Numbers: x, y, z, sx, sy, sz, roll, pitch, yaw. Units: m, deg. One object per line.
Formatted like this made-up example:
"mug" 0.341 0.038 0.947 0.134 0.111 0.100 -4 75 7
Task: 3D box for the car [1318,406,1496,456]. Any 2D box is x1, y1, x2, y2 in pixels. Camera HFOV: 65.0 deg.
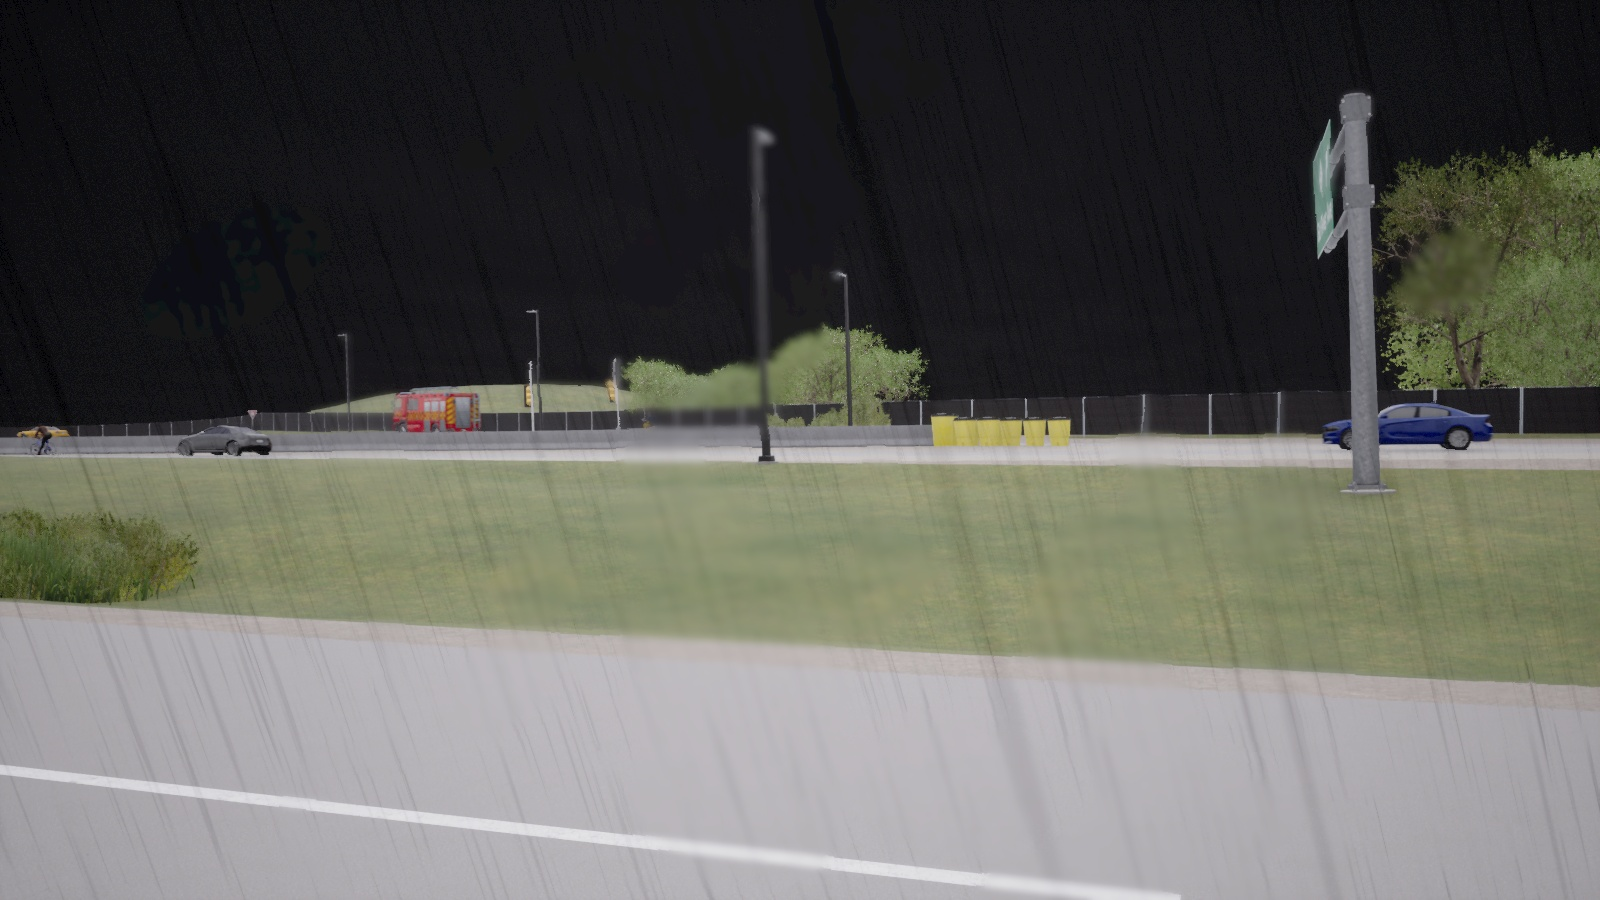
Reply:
"car" 19.539 -0.610 40.691 5.008 1.535 1.882 0 1 19

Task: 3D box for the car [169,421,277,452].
"car" -25.981 -0.603 56.559 4.181 1.385 1.994 0 1 19

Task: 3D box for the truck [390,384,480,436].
"truck" -27.655 -2.981 94.909 2.891 3.827 8.468 -2 2 -44
